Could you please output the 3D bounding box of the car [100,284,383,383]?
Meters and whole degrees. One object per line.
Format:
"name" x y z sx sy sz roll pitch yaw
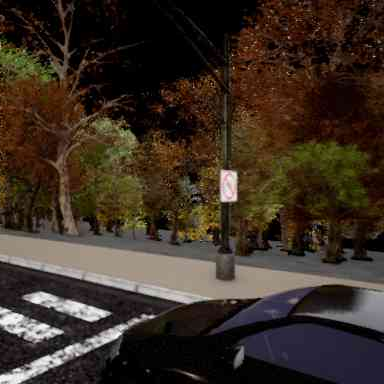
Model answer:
"car" 1.130 1.571 2.880 4.181 1.385 1.994 -1 0 36
